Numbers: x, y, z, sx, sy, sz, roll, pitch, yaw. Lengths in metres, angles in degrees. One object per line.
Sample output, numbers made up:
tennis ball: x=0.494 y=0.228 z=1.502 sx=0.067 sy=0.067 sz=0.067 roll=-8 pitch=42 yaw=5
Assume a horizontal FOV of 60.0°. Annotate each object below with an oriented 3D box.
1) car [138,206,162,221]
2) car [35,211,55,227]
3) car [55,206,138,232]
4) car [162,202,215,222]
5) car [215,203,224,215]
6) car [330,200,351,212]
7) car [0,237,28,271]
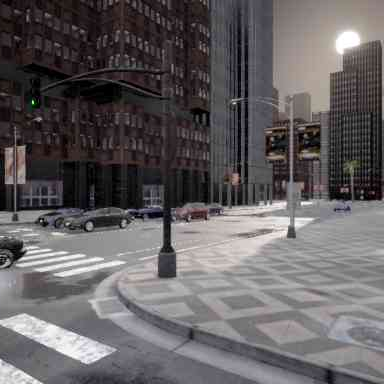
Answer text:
car: x=-3.902 y=1.958 z=31.066 sx=1.895 sy=1.301 sz=4.718 roll=0 pitch=-1 yaw=35
car: x=-8.954 y=1.794 z=23.914 sx=1.994 sy=1.385 sz=4.181 roll=0 pitch=-1 yaw=35
car: x=-6.186 y=1.742 z=22.203 sx=1.837 sy=1.490 sz=4.892 roll=0 pitch=-1 yaw=35
car: x=-0.233 y=1.738 z=30.612 sx=2.097 sy=1.767 sz=4.553 roll=0 pitch=-1 yaw=35
car: x=1.974 y=2.010 z=39.359 sx=1.837 sy=1.490 sz=4.892 roll=0 pitch=-1 yaw=35
car: x=24.270 y=2.431 z=53.657 sx=2.033 sy=1.411 sz=5.357 roll=0 pitch=-1 yaw=34
car: x=-7.209 y=1.685 z=9.159 sx=1.895 sy=1.301 sz=4.718 roll=0 pitch=-1 yaw=35
